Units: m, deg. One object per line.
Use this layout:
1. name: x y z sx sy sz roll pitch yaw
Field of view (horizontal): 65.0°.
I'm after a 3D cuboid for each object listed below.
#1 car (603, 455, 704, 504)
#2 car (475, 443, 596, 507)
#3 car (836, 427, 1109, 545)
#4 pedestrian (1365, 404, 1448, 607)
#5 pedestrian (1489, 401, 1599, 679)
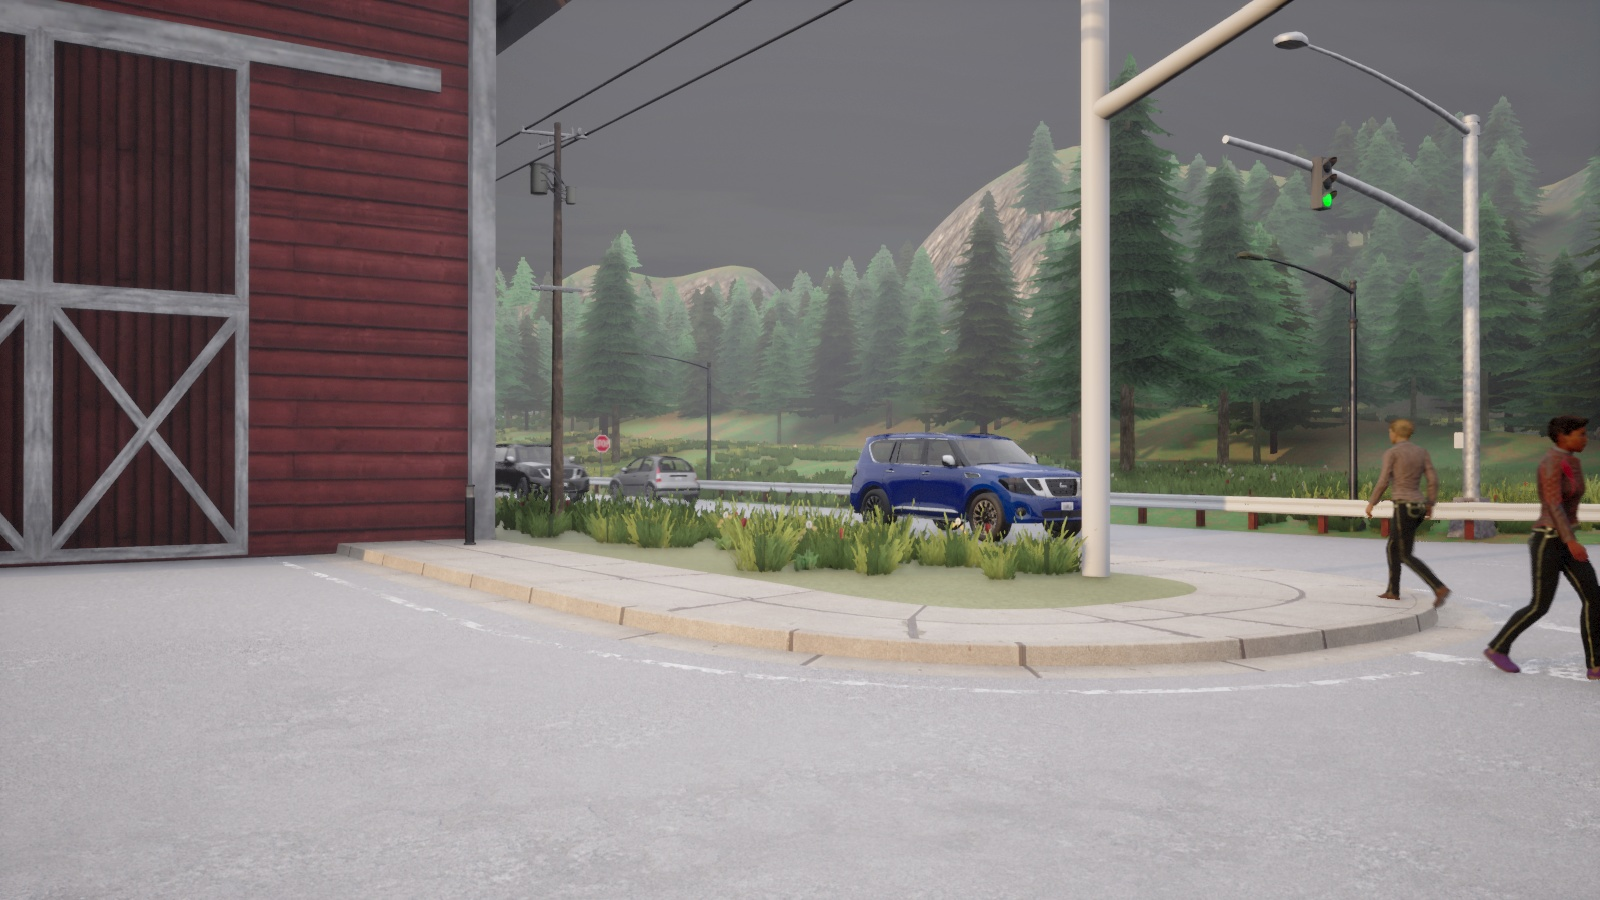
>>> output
1. car: -5.106 0.981 43.411 1.851 1.617 3.988 0 0 -34
2. car: -9.201 0.817 43.236 2.150 2.045 5.566 0 0 -34
3. car: 3.208 0.646 24.696 2.150 2.045 5.566 0 0 -34
4. pedestrian: 5.701 0.509 11.814 0.331 1.846 0.634 0 0 -23
5. pedestrian: 5.179 0.588 8.459 0.328 1.805 0.869 0 0 -38
